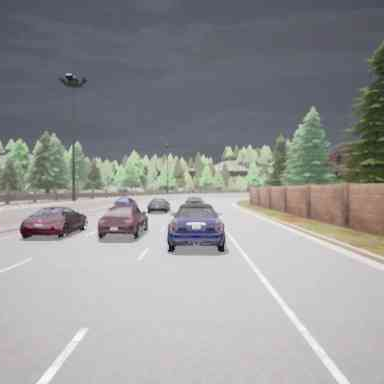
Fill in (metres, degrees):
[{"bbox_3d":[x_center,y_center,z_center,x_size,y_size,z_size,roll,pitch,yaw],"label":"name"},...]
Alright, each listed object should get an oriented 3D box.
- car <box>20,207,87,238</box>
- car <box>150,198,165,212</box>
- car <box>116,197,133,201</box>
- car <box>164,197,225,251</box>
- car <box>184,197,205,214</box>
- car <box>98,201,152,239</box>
[{"bbox_3d":[-6.824,1.438,16.839,1.994,1.385,4.181,0,0,0],"label":"car"},{"bbox_3d":[-3.255,1.321,33.173,1.994,1.385,4.181,0,0,0],"label":"car"},{"bbox_3d":[-6.764,1.278,33.645,1.812,1.442,4.674,0,0,0],"label":"car"},{"bbox_3d":[0.161,1.251,13.798,2.097,1.767,4.553,0,0,0],"label":"car"},{"bbox_3d":[0.244,1.266,32.694,1.837,1.490,4.892,0,0,0],"label":"car"},{"bbox_3d":[-3.341,1.403,16.548,1.812,1.442,4.674,0,0,0],"label":"car"}]
